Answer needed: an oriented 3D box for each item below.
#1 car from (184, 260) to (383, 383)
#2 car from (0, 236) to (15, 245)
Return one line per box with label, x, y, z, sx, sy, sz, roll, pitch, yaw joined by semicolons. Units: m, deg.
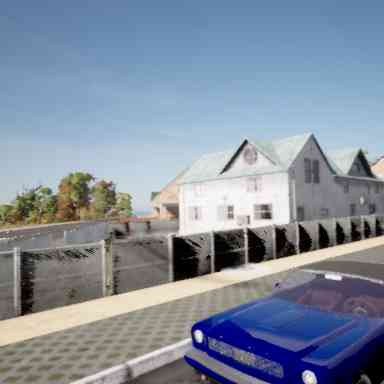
car;2.166;1.789;4.885;4.718;1.301;1.895;0;-4;-41
car;-14.260;3.637;23.346;1.895;1.301;4.718;-1;-3;-6
